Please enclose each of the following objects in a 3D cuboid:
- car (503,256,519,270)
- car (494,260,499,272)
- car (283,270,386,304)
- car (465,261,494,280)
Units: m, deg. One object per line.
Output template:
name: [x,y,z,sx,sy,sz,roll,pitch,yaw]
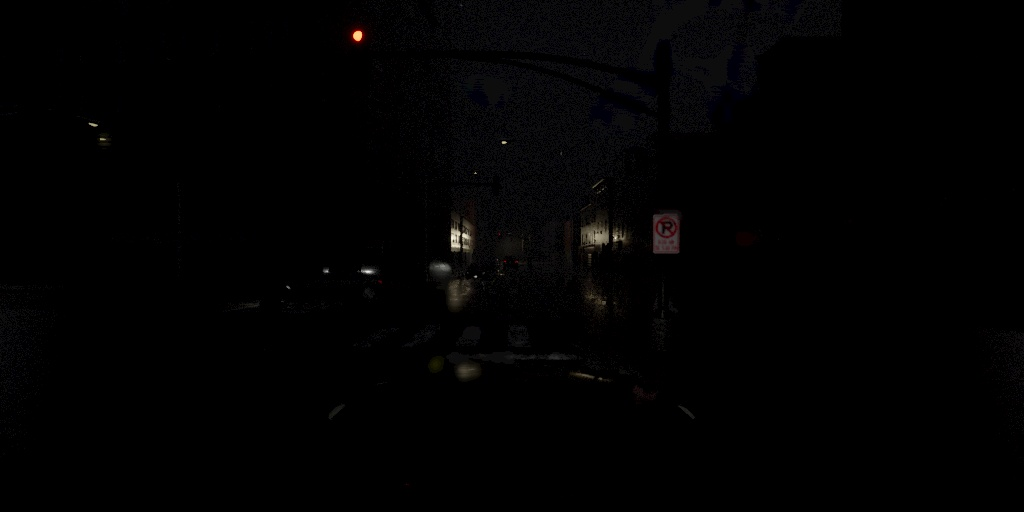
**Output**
car: [-0.193,0.984,52.561,2.150,2.045,5.566,0,0,0]
car: [-3.007,1.306,45.079,2.033,1.411,5.357,0,0,0]
car: [-8.038,1.342,16.498,4.181,1.385,1.994,0,1,-19]
car: [-2.964,1.301,31.816,2.033,1.411,5.357,0,0,0]
